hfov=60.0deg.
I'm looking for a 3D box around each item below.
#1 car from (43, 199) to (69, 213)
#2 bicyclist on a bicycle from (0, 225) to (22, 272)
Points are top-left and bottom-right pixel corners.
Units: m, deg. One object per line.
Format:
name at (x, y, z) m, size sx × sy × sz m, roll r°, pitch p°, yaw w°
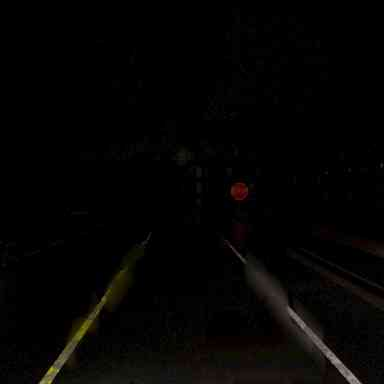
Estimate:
car at (-15.622, 1.488, 35.283) m, size 4.892 × 1.490 × 1.837 m, roll 1°, pitch 0°, yaw -2°
bicyclist on a bicycle at (-5.598, 1.454, 9.304) m, size 1.656 × 1.620 × 0.582 m, roll -1°, pitch 0°, yaw -2°
